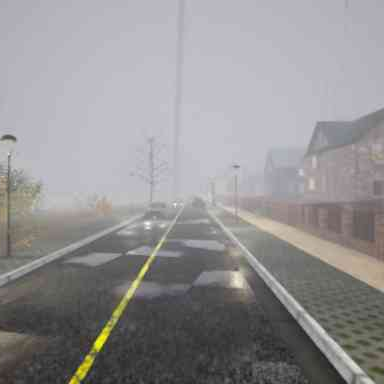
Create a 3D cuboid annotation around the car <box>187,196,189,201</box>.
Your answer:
[{"bbox_3d":[-0.021,1.256,77.240,2.097,1.767,4.553,0,0,0],"label":"car"}]

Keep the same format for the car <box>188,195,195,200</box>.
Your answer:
[{"bbox_3d":[-0.024,1.497,90.464,1.812,1.442,4.674,0,0,0],"label":"car"}]

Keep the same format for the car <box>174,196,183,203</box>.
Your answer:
[{"bbox_3d":[-2.768,1.568,68.791,2.128,1.511,4.902,0,0,0],"label":"car"}]

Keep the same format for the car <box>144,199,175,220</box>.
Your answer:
[{"bbox_3d":[-2.855,1.564,28.144,2.033,1.411,5.357,0,0,0],"label":"car"}]

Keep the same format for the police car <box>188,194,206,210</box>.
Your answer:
[{"bbox_3d":[0.813,1.458,42.746,1.930,1.638,5.238,0,0,0],"label":"police car"}]

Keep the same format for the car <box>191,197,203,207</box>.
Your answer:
[{"bbox_3d":[0.811,1.572,52.636,1.812,1.442,4.674,0,0,0],"label":"car"}]
